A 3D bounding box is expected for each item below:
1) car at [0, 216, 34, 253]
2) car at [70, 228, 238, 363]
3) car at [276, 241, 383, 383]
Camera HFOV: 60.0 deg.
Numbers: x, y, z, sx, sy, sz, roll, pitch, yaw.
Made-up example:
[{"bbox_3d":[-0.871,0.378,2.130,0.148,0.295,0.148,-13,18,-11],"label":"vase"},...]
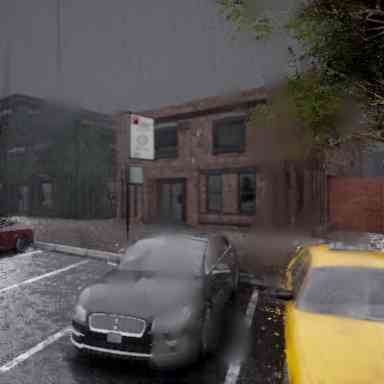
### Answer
[{"bbox_3d":[-7.588,1.558,11.520,2.002,1.452,4.674,0,-1,16],"label":"car"},{"bbox_3d":[-0.266,1.496,6.286,2.231,1.521,4.892,0,-1,16],"label":"car"},{"bbox_3d":[2.123,1.482,4.357,1.946,1.575,5.366,0,-1,16],"label":"car"}]
